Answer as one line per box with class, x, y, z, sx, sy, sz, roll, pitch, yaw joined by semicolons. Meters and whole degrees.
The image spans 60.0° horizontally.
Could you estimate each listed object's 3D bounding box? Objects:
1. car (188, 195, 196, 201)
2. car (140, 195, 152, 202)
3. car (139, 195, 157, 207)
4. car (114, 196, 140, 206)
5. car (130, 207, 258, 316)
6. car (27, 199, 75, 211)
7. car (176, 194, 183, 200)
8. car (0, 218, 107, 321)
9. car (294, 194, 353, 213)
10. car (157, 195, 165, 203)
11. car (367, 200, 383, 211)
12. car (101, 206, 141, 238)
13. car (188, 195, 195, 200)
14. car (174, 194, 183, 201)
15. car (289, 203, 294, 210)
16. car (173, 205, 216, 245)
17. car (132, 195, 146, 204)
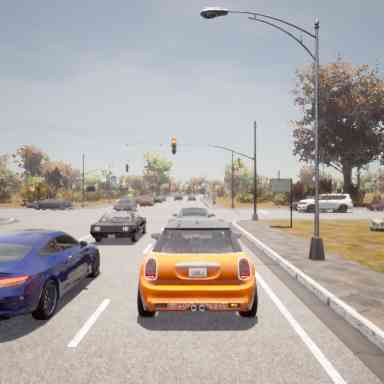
car;-0.041;1.552;84.748;1.994;1.385;4.181;0;0;0
car;-10.541;1.525;76.943;2.128;1.511;4.902;0;0;0
car;-7.071;1.477;51.893;1.882;1.535;5.008;0;0;-1
car;-7.119;1.504;35.694;1.837;1.490;4.892;0;0;0
car;0.096;1.352;7.647;2.097;1.767;4.553;0;0;0
car;-17.309;1.547;41.106;5.357;1.411;2.033;0;0;-11
car;-3.505;1.374;95.025;1.812;1.442;4.674;0;0;1
car;-3.404;1.526;7.180;1.812;1.442;4.674;0;0;0
car;14.447;1.221;36.110;5.566;2.045;2.150;0;0;3
car;-7.054;1.601;67.356;1.895;1.301;4.718;0;0;0
car;22.954;1.556;39.160;4.181;1.385;1.994;0;0;3
car;-3.409;1.601;16.338;1.895;1.301;4.718;0;0;0
car;-0.007;1.595;94.785;1.895;1.301;4.718;0;0;1
car;-3.540;1.492;84.617;1.837;1.490;4.892;0;0;0
car;14.064;1.505;39.639;4.892;1.490;1.837;0;0;3
car;0.091;1.505;16.605;1.837;1.490;4.892;0;0;0
car;-10.557;1.477;66.348;1.882;1.535;5.008;0;0;0
